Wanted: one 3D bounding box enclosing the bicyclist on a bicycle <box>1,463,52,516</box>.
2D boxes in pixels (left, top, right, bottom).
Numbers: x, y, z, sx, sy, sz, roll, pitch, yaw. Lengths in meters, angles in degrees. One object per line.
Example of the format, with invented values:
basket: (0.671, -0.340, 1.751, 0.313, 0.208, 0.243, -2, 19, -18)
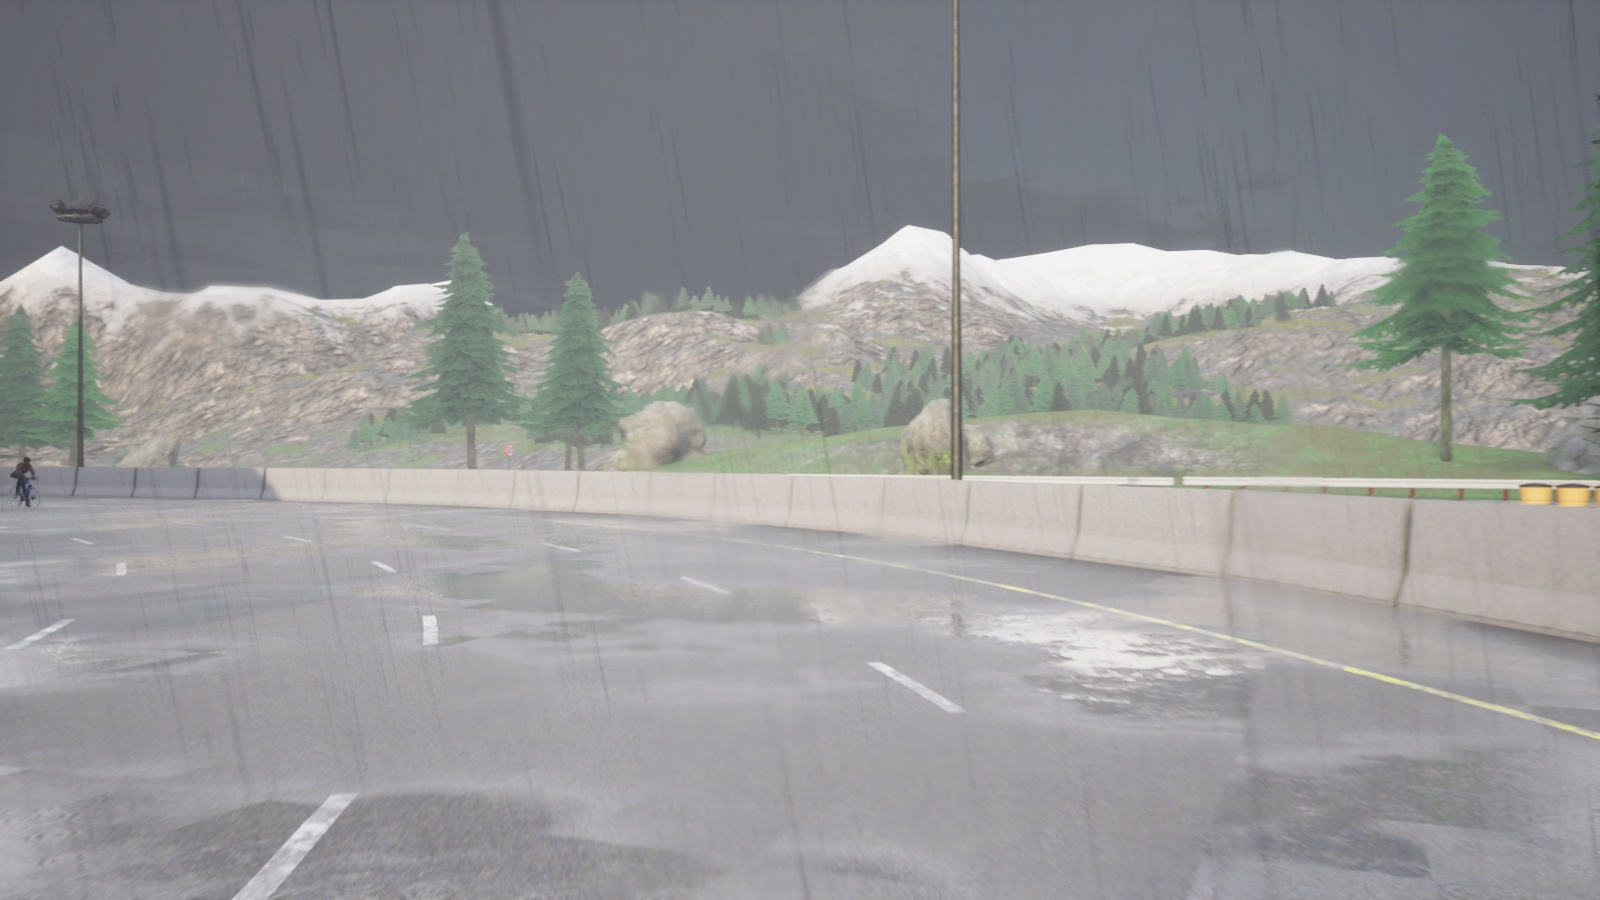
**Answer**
bicyclist on a bicycle: (-24.430, 1.243, 39.644, 1.656, 1.620, 0.582, 0, 1, 27)
